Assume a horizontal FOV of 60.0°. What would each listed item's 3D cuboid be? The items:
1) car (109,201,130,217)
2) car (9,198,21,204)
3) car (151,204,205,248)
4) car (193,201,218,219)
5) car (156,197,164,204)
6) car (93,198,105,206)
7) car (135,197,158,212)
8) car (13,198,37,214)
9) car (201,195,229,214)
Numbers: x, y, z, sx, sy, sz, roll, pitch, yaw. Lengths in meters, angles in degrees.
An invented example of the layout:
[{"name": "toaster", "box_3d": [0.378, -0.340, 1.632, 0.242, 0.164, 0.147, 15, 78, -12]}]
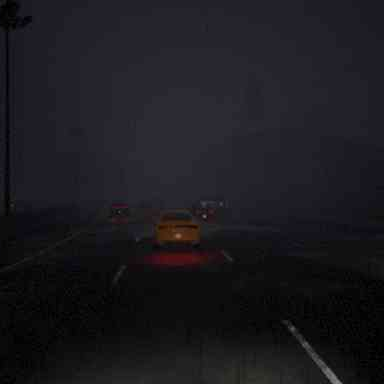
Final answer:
[{"name": "car", "box_3d": [-7.381, 1.688, 33.914, 2.128, 1.511, 4.902, 0, 0, -13]}, {"name": "car", "box_3d": [-39.971, 1.983, 75.007, 1.994, 1.385, 4.181, 0, 0, -33]}, {"name": "car", "box_3d": [-0.783, 1.556, 15.330, 1.882, 1.535, 5.008, 0, 0, -6]}, {"name": "car", "box_3d": [0.610, 1.743, 29.986, 1.895, 1.301, 4.718, 0, 0, -11]}, {"name": "car", "box_3d": [-6.107, 1.641, 53.931, 2.097, 1.767, 4.553, 0, 0, -22]}, {"name": "car", "box_3d": [-18.053, 1.920, 64.437, 1.812, 1.442, 4.674, 0, -1, -25]}, {"name": "car", "box_3d": [-6.323, 1.733, 43.638, 2.128, 1.511, 4.902, 0, 0, -16]}, {"name": "car", "box_3d": [-20.177, 1.778, 40.220, 2.128, 1.511, 4.902, 0, 0, -17]}, {"name": "car", "box_3d": [2.428, 1.398, 38.269, 2.150, 2.045, 5.566, 0, 0, -14]}]
